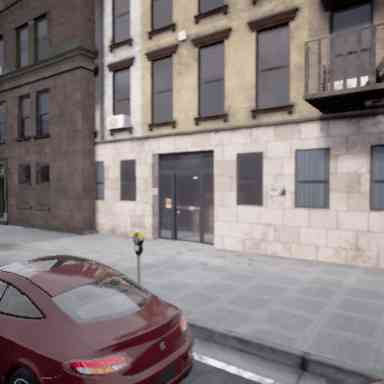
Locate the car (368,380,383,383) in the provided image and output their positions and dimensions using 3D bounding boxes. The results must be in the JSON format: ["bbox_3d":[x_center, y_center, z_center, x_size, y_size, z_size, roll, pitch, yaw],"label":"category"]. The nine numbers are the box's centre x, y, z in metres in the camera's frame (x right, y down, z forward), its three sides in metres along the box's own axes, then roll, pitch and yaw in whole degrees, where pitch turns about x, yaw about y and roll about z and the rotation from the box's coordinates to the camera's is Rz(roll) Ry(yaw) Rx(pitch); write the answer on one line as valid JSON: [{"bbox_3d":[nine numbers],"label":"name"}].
[{"bbox_3d":[2.599,1.552,1.050,4.206,1.307,1.802,1,2,35],"label":"car"}]

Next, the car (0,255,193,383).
[{"bbox_3d":[-1.939,1.482,4.188,4.206,1.307,1.802,1,2,35],"label":"car"}]
